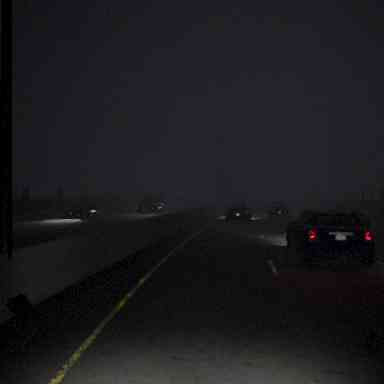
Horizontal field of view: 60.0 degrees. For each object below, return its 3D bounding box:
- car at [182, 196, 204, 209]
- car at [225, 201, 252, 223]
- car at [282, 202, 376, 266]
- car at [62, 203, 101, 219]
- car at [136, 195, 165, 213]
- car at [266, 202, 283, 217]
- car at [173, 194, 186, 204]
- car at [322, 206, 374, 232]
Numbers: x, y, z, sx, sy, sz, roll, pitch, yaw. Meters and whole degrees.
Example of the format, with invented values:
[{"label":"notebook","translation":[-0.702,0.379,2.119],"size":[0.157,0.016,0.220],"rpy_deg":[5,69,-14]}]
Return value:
[{"label":"car","translation":[0.505,1.714,48.456],"size":[2.128,1.511,4.902],"rpy_deg":[0,-1,11]},{"label":"car","translation":[3.779,1.666,26.884],"size":[1.994,1.385,4.181],"rpy_deg":[0,0,10]},{"label":"car","translation":[4.738,1.392,12.017],"size":[2.097,1.767,4.553],"rpy_deg":[0,0,8]},{"label":"car","translation":[-10.025,1.666,30.394],"size":[1.994,1.385,4.181],"rpy_deg":[0,0,11]},{"label":"car","translation":[-4.774,1.378,39.371],"size":[2.150,2.045,5.566],"rpy_deg":[0,0,11]},{"label":"car","translation":[8.359,1.663,32.388],"size":[1.812,1.442,4.674],"rpy_deg":[0,0,11]},{"label":"car","translation":[-2.407,1.525,70.420],"size":[2.150,2.045,5.566],"rpy_deg":[0,0,11]},{"label":"car","translation":[9.890,1.650,21.431],"size":[1.994,1.385,4.181],"rpy_deg":[0,0,10]}]
